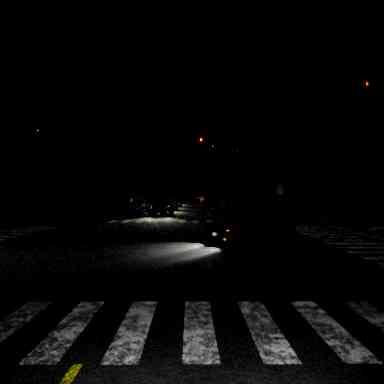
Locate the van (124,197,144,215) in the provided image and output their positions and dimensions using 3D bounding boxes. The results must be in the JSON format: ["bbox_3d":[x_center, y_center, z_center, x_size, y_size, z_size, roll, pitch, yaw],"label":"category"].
[{"bbox_3d":[-5.635,1.376,33.413,1.690,1.788,3.998,0,0,0],"label":"van"}]

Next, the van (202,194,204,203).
[{"bbox_3d":[3.046,1.400,56.033,1.690,1.788,3.998,0,0,0],"label":"van"}]

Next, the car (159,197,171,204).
[{"bbox_3d":[-5.402,1.634,67.421,1.947,1.339,4.313,0,0,0],"label":"car"}]

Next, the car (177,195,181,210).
[{"bbox_3d":[-2.815,1.523,42.047,1.882,1.535,5.008,0,0,1],"label":"car"}]

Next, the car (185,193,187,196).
[{"bbox_3d":[-2.630,1.416,62.400,2.097,1.767,4.553,0,0,1],"label":"car"}]

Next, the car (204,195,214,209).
[{"bbox_3d":[2.968,1.488,44.694,1.967,1.590,4.097,0,0,0],"label":"car"}]

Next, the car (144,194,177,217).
[{"bbox_3d":[-2.926,1.386,32.110,2.097,1.767,4.553,0,0,2],"label":"car"}]

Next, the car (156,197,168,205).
[{"bbox_3d":[-5.442,1.589,61.583,1.752,1.417,4.829,0,0,0],"label":"car"}]

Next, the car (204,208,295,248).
[{"bbox_3d":[2.632,1.584,14.972,4.181,1.385,1.994,0,0,-31],"label":"car"}]

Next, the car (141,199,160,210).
[{"bbox_3d":[-5.557,1.613,44.749,1.947,1.339,4.313,0,0,0],"label":"car"}]

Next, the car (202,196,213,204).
[{"bbox_3d":[3.124,1.619,67.371,2.008,1.369,4.403,0,0,0],"label":"car"}]

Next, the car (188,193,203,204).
[{"bbox_3d":[0.429,1.286,63.381,2.150,2.045,5.566,0,0,0],"label":"car"}]

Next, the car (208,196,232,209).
[{"bbox_3d":[2.891,1.475,33.356,1.967,1.590,4.097,0,0,0],"label":"car"}]

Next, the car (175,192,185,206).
[{"bbox_3d":[-2.741,1.277,52.174,2.150,2.045,5.566,0,0,1],"label":"car"}]

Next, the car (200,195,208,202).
[{"bbox_3d":[2.889,1.533,79.543,1.801,1.575,5.366,0,0,0],"label":"car"}]

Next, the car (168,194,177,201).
[{"bbox_3d":[-5.247,1.397,90.095,2.192,1.841,5.009,0,0,0],"label":"car"}]

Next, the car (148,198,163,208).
[{"bbox_3d":[-5.518,1.635,50.417,1.802,1.307,4.206,0,0,0],"label":"car"}]

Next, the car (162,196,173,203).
[{"bbox_3d":[-5.363,1.616,73.089,1.887,1.381,4.507,0,0,0],"label":"car"}]

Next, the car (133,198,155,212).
[{"bbox_3d":[-5.596,1.482,39.081,1.967,1.590,4.097,0,0,0],"label":"car"}]
